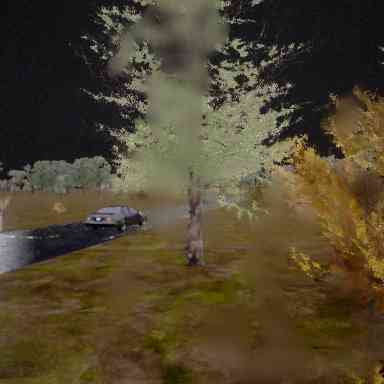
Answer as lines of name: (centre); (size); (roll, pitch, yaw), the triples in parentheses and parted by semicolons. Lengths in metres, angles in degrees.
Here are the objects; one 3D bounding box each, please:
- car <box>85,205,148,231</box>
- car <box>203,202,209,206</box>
car: (-4.463, 1.515, 20.459); (2.033, 1.411, 5.357); (0, 0, 14)
car: (3.704, 1.387, 53.137); (2.128, 1.511, 4.902); (0, 0, 15)
